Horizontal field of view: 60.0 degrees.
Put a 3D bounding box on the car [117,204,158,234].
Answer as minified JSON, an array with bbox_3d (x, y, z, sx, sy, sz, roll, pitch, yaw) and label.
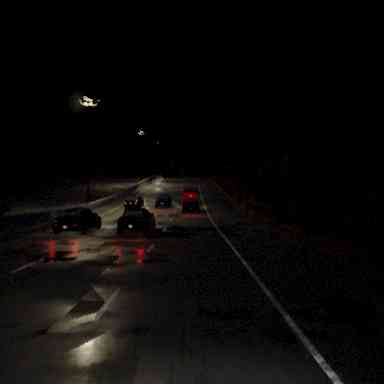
[{"bbox_3d":[-3.434,1.728,20.806,1.812,1.442,4.674,0,0,0],"label":"car"}]

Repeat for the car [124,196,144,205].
[{"bbox_3d":[-7.042,1.145,40.535,2.033,1.411,5.357,0,4,0],"label":"car"}]

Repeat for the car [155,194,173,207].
[{"bbox_3d":[-3.550,1.018,42.016,1.812,1.442,4.674,0,4,0],"label":"car"}]

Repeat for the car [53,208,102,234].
[{"bbox_3d":[-6.932,1.725,20.429,1.812,1.442,4.674,0,0,0],"label":"car"}]

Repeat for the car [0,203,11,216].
[{"bbox_3d":[-17.573,1.618,28.501,1.882,1.535,5.008,0,1,0],"label":"car"}]

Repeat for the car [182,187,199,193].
[{"bbox_3d":[-0.174,0.340,46.495,2.150,2.045,5.566,0,5,0],"label":"car"}]

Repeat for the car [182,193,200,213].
[{"bbox_3d":[-0.115,1.352,35.878,1.882,1.535,5.008,0,3,0],"label":"car"}]
